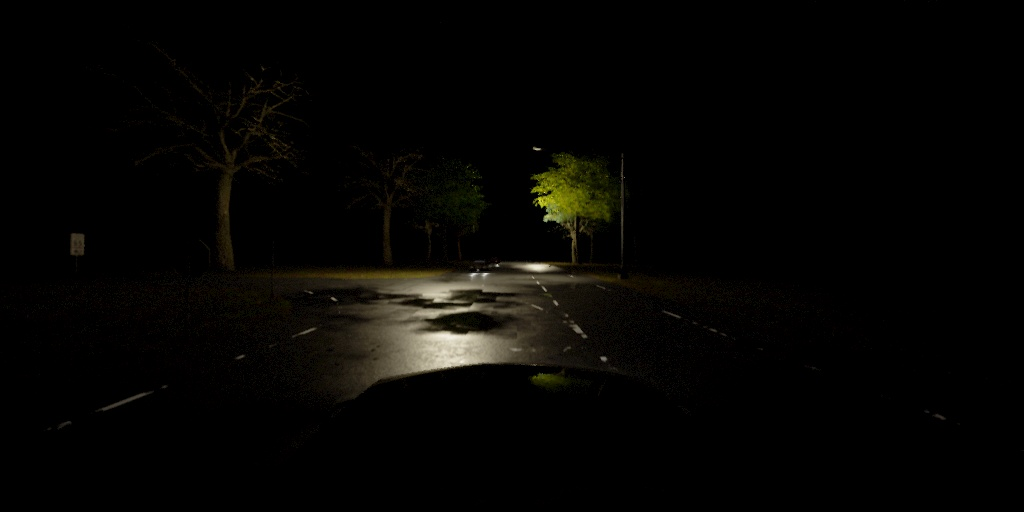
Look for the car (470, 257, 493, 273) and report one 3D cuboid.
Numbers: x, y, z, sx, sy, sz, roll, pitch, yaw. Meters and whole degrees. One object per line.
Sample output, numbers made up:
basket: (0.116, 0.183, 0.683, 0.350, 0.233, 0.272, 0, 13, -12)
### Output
car: (-3.505, 1.055, 39.533, 2.033, 1.411, 5.357, 0, 0, 0)
